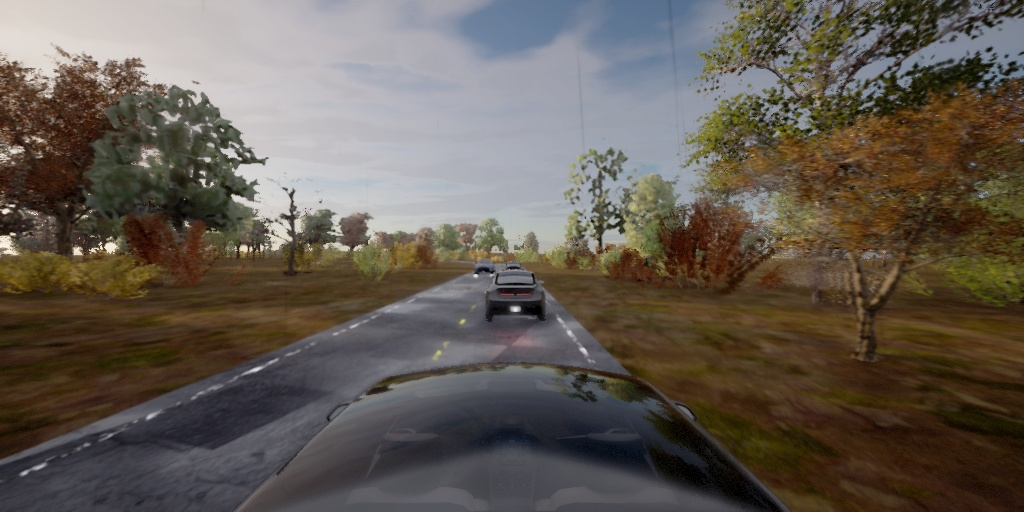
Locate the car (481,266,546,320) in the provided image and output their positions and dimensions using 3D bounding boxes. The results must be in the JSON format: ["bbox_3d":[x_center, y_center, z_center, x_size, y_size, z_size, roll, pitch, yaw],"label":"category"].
[{"bbox_3d":[0.102,1.255,12.556,1.837,1.490,4.892,0,0,0],"label":"car"}]

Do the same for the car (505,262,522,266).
[{"bbox_3d":[0.103,1.256,30.654,1.837,1.490,4.892,0,0,0],"label":"car"}]

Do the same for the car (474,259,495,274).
[{"bbox_3d":[-3.013,1.102,40.329,2.097,1.767,4.553,0,0,0],"label":"car"}]
